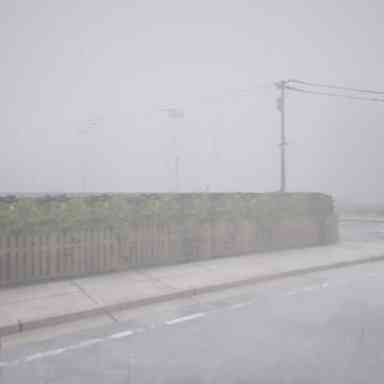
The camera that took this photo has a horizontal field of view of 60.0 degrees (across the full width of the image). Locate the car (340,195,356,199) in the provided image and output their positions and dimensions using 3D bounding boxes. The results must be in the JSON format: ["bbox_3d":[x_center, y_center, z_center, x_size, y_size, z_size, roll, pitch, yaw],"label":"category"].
[{"bbox_3d":[26.413,1.272,56.107,2.242,1.667,4.611,0,0,36],"label":"car"}]
